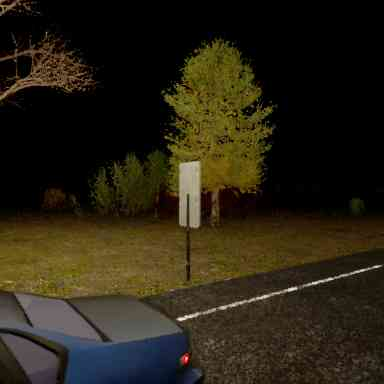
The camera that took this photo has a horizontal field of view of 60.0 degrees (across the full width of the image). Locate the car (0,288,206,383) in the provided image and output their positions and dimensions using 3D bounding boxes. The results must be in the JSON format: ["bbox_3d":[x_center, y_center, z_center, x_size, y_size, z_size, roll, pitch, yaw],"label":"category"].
[{"bbox_3d":[-2.445,1.547,2.243,5.357,1.411,2.033,0,0,-36],"label":"car"}]
